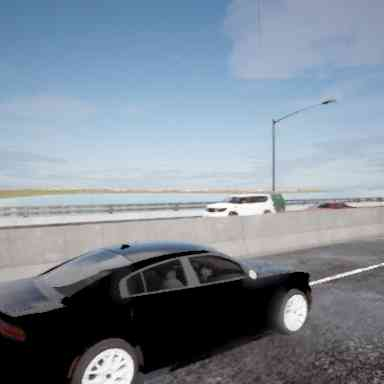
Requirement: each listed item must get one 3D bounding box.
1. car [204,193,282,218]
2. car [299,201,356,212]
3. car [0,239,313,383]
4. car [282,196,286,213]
[{"bbox_3d":[3.478,1.159,23.605,5.566,2.045,2.150,0,0,-35],"label":"car"},{"bbox_3d":[9.683,1.396,23.685,5.008,1.535,1.882,0,0,-35],"label":"car"},{"bbox_3d":[-0.223,1.468,5.000,5.008,1.535,1.882,0,0,-35],"label":"car"},{"bbox_3d":[5.994,1.139,29.651,5.566,2.045,2.150,0,0,-35],"label":"car"}]
